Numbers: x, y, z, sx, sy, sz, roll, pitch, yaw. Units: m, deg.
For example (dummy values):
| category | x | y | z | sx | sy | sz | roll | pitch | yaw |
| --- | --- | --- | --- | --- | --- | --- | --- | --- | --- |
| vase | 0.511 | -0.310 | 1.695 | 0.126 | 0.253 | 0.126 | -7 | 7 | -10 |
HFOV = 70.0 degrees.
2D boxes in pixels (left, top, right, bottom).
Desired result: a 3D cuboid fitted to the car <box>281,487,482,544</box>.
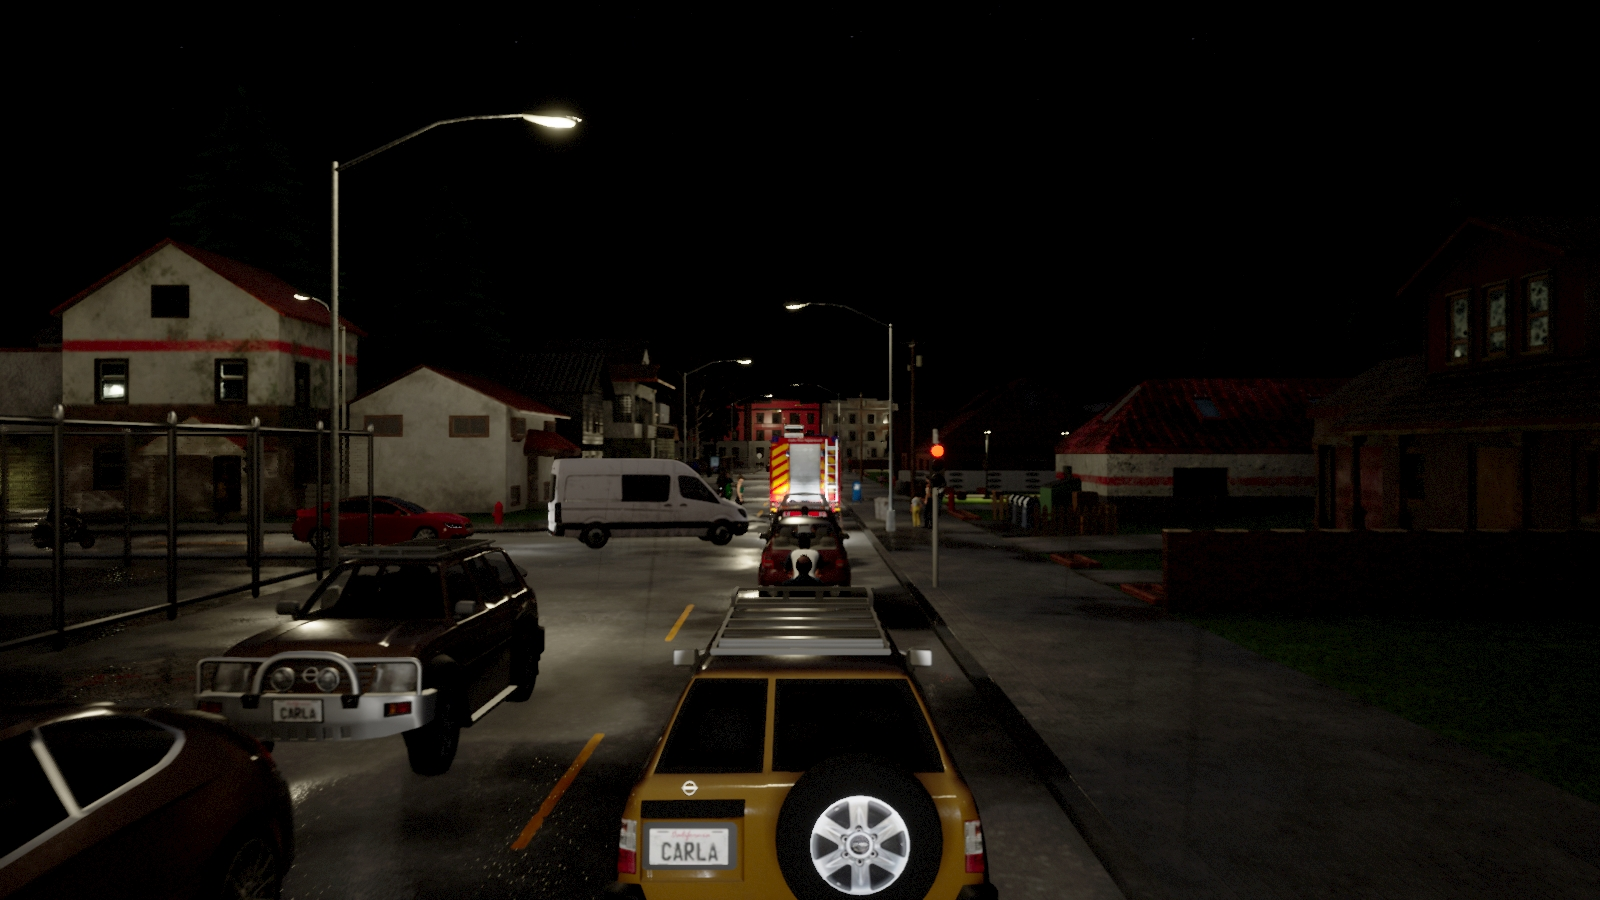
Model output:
| category | x | y | z | sx | sy | sz | roll | pitch | yaw |
| --- | --- | --- | --- | --- | --- | --- | --- | --- | --- |
| car | -11.800 | 1.842 | 32.472 | 4.892 | 1.480 | 2.231 | 0 | 0 | 0 |

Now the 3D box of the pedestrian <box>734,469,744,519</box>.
| category | x | y | z | sx | sy | sz | roll | pitch | yaw |
| --- | --- | --- | --- | --- | --- | --- | --- | --- | --- |
| pedestrian | -2.270 | 1.630 | 42.444 | 0.375 | 1.860 | 0.375 | 0 | 0 | 0 |

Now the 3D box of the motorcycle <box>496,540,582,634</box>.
| category | x | y | z | sx | sy | sz | roll | pitch | yaw |
| --- | --- | --- | --- | --- | --- | --- | --- | --- | --- |
| motorcycle | -3.848 | 1.994 | 16.992 | 0.803 | 1.145 | 2.033 | 0 | 0 | 0 |

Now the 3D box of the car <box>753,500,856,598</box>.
| category | x | y | z | sx | sy | sz | roll | pitch | yaw |
| --- | --- | --- | --- | --- | --- | --- | --- | --- | --- |
| car | 0.085 | 1.807 | 21.841 | 1.789 | 1.549 | 3.705 | 0 | 0 | 0 |

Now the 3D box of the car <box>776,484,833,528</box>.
| category | x | y | z | sx | sy | sz | roll | pitch | yaw |
| --- | --- | --- | --- | --- | --- | --- | --- | --- | --- |
| car | 0.168 | 1.937 | 40.372 | 1.895 | 1.301 | 4.718 | 0 | 0 | 0 |

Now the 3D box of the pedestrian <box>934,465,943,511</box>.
| category | x | y | z | sx | sy | sz | roll | pitch | yaw |
| --- | --- | --- | --- | --- | --- | --- | --- | --- | --- |
| pedestrian | 5.612 | 1.526 | 46.383 | 0.375 | 1.860 | 0.375 | 0 | 0 | 6 |

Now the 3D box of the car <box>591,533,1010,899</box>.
| category | x | y | z | sx | sy | sz | roll | pitch | yaw |
| --- | --- | --- | --- | --- | --- | --- | --- | --- | --- |
| car | 0.015 | 1.644 | 7.575 | 1.932 | 1.855 | 4.605 | 0 | 0 | 0 |

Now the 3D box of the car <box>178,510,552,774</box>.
| category | x | y | z | sx | sy | sz | roll | pitch | yaw |
| --- | --- | --- | --- | --- | --- | --- | --- | --- | --- |
| car | -3.952 | 1.644 | 11.376 | 1.932 | 1.855 | 4.605 | 0 | 0 | 1 |

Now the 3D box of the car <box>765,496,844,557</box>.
| category | x | y | z | sx | sy | sz | roll | pitch | yaw |
| --- | --- | --- | --- | --- | --- | --- | --- | --- | --- |
| car | 0.120 | 1.929 | 29.680 | 1.895 | 1.301 | 4.718 | 0 | 0 | 0 |

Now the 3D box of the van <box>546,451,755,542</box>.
| category | x | y | z | sx | sy | sz | roll | pitch | yaw |
| --- | --- | --- | --- | --- | --- | --- | --- | --- | --- |
| van | -4.447 | 1.315 | 33.937 | 5.915 | 2.561 | 1.988 | 0 | 0 | -18 |

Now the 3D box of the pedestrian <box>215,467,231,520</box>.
| category | x | y | z | sx | sy | sz | roll | pitch | yaw |
| --- | --- | --- | --- | --- | --- | --- | --- | --- | --- |
| pedestrian | -20.468 | 1.526 | 40.521 | 0.375 | 1.860 | 0.375 | 0 | 0 | -3 |

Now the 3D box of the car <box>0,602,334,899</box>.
| category | x | y | z | sx | sy | sz | roll | pitch | yaw |
| --- | --- | --- | --- | --- | --- | --- | --- | --- | --- |
| car | -3.981 | 1.772 | 4.588 | 2.152 | 1.651 | 5.027 | 0 | 0 | 0 |

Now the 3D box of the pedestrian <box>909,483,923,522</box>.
| category | x | y | z | sx | sy | sz | roll | pitch | yaw |
| --- | --- | --- | --- | --- | --- | --- | --- | --- | --- |
| pedestrian | 4.012 | 1.807 | 39.384 | 0.375 | 1.300 | 0.375 | 0 | 0 | -14 |

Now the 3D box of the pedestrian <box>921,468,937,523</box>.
| category | x | y | z | sx | sy | sz | roll | pitch | yaw |
| --- | --- | --- | --- | --- | --- | --- | --- | --- | --- |
| pedestrian | 4.353 | 1.527 | 38.495 | 0.375 | 1.860 | 0.375 | 0 | 0 | 42 |

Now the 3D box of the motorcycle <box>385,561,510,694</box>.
| category | x | y | z | sx | sy | sz | roll | pitch | yaw |
| --- | --- | --- | --- | --- | --- | --- | --- | --- | --- |
| motorcycle | -3.959 | 1.962 | 12.980 | 0.856 | 1.236 | 1.805 | 0 | 0 | 0 |
